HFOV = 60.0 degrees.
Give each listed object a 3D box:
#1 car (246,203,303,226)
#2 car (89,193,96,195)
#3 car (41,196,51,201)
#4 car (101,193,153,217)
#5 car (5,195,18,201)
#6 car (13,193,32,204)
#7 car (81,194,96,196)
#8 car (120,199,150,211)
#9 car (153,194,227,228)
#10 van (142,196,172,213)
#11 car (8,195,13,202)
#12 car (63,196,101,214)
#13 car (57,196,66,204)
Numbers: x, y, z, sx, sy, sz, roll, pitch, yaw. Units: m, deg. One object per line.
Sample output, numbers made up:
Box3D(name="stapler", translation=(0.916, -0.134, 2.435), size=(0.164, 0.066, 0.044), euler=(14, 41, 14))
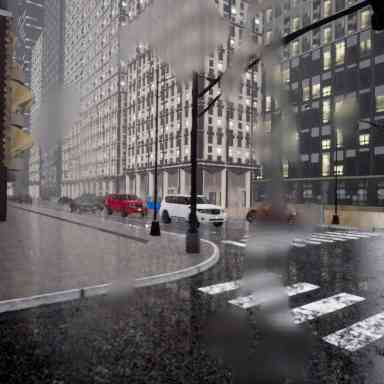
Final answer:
Box3D(name="car", translation=(5.784, 1.505, 23.956), size=(1.967, 1.590, 4.097), euler=(1, -1, -35))
Box3D(name="car", translation=(-14.411, 1.380, 53.123), size=(2.097, 1.767, 4.553), euler=(1, -1, -35))
Box3D(name="car", translation=(-36.738, 1.570, 83.824), size=(1.802, 1.307, 4.206), euler=(1, -1, -35))
Box3D(name="car", translation=(-6.069, 1.155, 30.649), size=(2.150, 2.045, 5.566), euler=(1, -1, -35))
Box3D(name="car", translation=(-40.297, 1.377, 74.368), size=(2.008, 1.369, 4.403), euler=(1, -1, -35))
Box3D(name="car", translation=(-30.482, 1.155, 60.554), size=(2.192, 1.841, 5.009), euler=(1, -1, -35))
Box3D(name="car", translation=(-17.082, 1.445, 51.676), size=(1.882, 1.535, 5.008), euler=(1, -1, -35))
Box3D(name="car", translation=(-7.301, 1.584, 42.376), size=(2.008, 1.369, 4.403), euler=(1, -1, -35))
Box3D(name="car", translation=(-0.095, 1.170, 22.241), size=(2.150, 2.045, 5.566), euler=(1, -1, -35))
Box3D(name="van", translation=(-4.027, 1.382, 37.773), size=(1.690, 1.788, 3.998), euler=(1, -1, -35))
Box3D(name="car", translation=(-37.027, 1.396, 69.762), size=(1.947, 1.339, 4.313), euler=(1, -1, -35))
Box3D(name="car", translation=(-10.862, 1.427, 32.920), size=(2.008, 1.369, 4.403), euler=(1, -1, -35))
Box3D(name="car", translation=(-22.490, 1.484, 59.284), size=(1.812, 1.442, 4.674), euler=(1, -1, -35))
